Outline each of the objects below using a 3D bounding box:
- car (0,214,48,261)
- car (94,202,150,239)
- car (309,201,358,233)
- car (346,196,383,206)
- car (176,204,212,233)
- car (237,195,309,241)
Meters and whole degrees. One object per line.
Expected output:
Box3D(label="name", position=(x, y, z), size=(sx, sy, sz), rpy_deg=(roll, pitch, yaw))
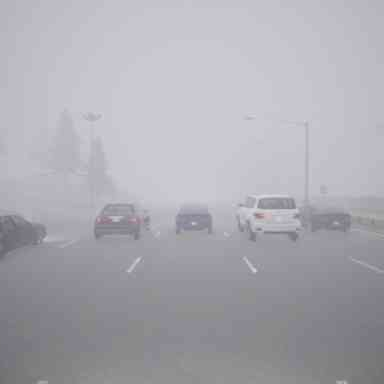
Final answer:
Box3D(label="car", position=(-7.051, 1.493, 11.911), size=(2.033, 1.411, 5.357), rpy_deg=(0, 0, -3))
Box3D(label="car", position=(-3.401, 1.274, 16.990), size=(2.097, 1.767, 4.553), rpy_deg=(0, 0, 0))
Box3D(label="car", position=(7.100, 1.391, 18.847), size=(1.882, 1.535, 5.008), rpy_deg=(0, 0, 0))
Box3D(label="car", position=(24.918, 1.260, 47.823), size=(5.008, 1.535, 1.882), rpy_deg=(0, 0, 28))
Box3D(label="car", position=(0.100, 1.391, 18.856), size=(1.882, 1.535, 5.008), rpy_deg=(0, 0, 0))
Box3D(label="car", position=(3.600, 1.147, 16.392), size=(2.150, 2.045, 5.566), rpy_deg=(0, 0, 0))
